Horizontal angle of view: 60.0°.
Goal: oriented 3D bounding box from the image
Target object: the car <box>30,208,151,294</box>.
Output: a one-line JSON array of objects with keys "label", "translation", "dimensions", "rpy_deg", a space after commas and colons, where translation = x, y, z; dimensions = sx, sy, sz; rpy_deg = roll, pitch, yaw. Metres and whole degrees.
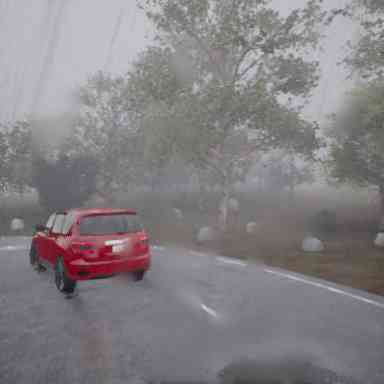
[{"label": "car", "translation": [-3.266, 1.513, 10.046], "dimensions": [2.150, 2.045, 5.566], "rpy_deg": [0, -2, -35]}]

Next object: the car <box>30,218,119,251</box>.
[{"label": "car", "translation": [-6.103, 2.071, 17.040], "dimensions": [4.718, 1.301, 1.895], "rpy_deg": [-2, -1, 35]}]
